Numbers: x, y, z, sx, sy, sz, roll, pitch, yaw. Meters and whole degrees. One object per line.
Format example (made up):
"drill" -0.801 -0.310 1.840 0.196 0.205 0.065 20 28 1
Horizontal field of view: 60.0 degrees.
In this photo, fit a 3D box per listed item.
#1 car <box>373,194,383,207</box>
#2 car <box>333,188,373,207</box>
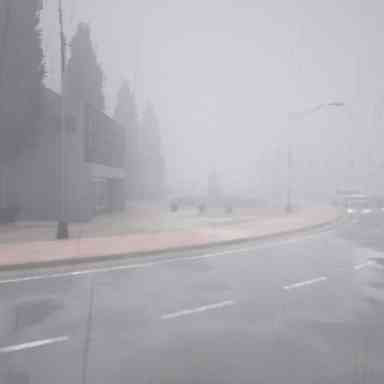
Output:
"car" 20.835 0.955 36.347 1.994 1.385 4.181 1 1 6
"car" 17.353 0.639 36.656 2.150 2.045 5.566 1 1 6
